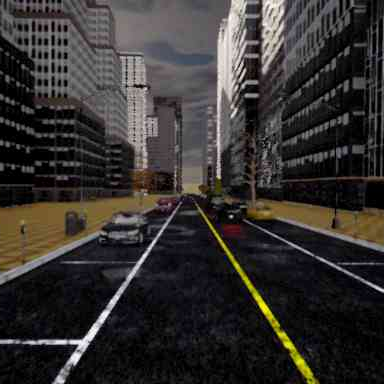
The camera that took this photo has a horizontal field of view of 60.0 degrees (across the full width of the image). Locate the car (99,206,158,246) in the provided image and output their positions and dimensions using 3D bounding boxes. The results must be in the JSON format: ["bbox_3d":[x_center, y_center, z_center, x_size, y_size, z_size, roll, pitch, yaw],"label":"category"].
[{"bbox_3d":[-2.886,1.523,14.893,2.008,1.369,4.403,-1,0,-1],"label":"car"}]

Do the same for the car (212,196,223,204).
[{"bbox_3d":[4.937,1.546,65.776,1.752,1.417,4.829,-1,0,-1],"label":"car"}]

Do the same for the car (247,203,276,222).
[{"bbox_3d":[5.369,1.548,26.406,1.752,1.417,4.829,-1,0,-1],"label":"car"}]

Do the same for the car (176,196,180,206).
[{"bbox_3d":[-3.317,1.508,54.266,1.887,1.381,4.507,-1,0,-1],"label":"car"}]

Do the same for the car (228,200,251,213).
[{"bbox_3d":[5.248,1.585,37.483,1.947,1.339,4.313,-1,0,-1],"label":"car"}]

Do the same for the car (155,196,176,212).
[{"bbox_3d":[-3.134,1.404,37.392,1.967,1.590,4.097,-1,0,-1],"label":"car"}]

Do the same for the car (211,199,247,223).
[{"bbox_3d":[2.756,1.508,25.830,1.837,1.490,4.892,0,0,0],"label":"car"}]

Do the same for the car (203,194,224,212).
[{"bbox_3d":[2.577,1.226,38.981,2.150,2.045,5.566,0,0,0],"label":"car"}]

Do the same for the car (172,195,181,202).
[{"bbox_3d":[-3.564,1.519,76.764,2.008,1.369,4.403,-1,0,-1],"label":"car"}]

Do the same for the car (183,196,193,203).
[{"bbox_3d":[-0.767,1.547,68.214,1.994,1.385,4.181,0,0,-1],"label":"car"}]

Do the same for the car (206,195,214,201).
[{"bbox_3d":[4.693,1.610,88.105,1.802,1.307,4.206,-1,0,-1],"label":"car"}]
